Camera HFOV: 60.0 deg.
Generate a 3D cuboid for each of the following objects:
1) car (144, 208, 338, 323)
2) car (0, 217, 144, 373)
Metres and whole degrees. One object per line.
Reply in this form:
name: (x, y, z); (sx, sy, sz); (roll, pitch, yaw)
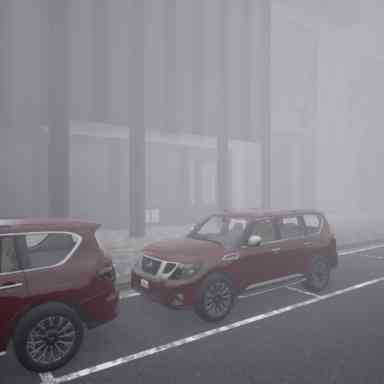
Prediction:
car: (1.204, 1.314, 7.389); (5.009, 1.841, 2.192); (0, 0, -35)
car: (-3.388, 1.315, 4.114); (5.009, 1.841, 2.192); (0, 0, -35)
